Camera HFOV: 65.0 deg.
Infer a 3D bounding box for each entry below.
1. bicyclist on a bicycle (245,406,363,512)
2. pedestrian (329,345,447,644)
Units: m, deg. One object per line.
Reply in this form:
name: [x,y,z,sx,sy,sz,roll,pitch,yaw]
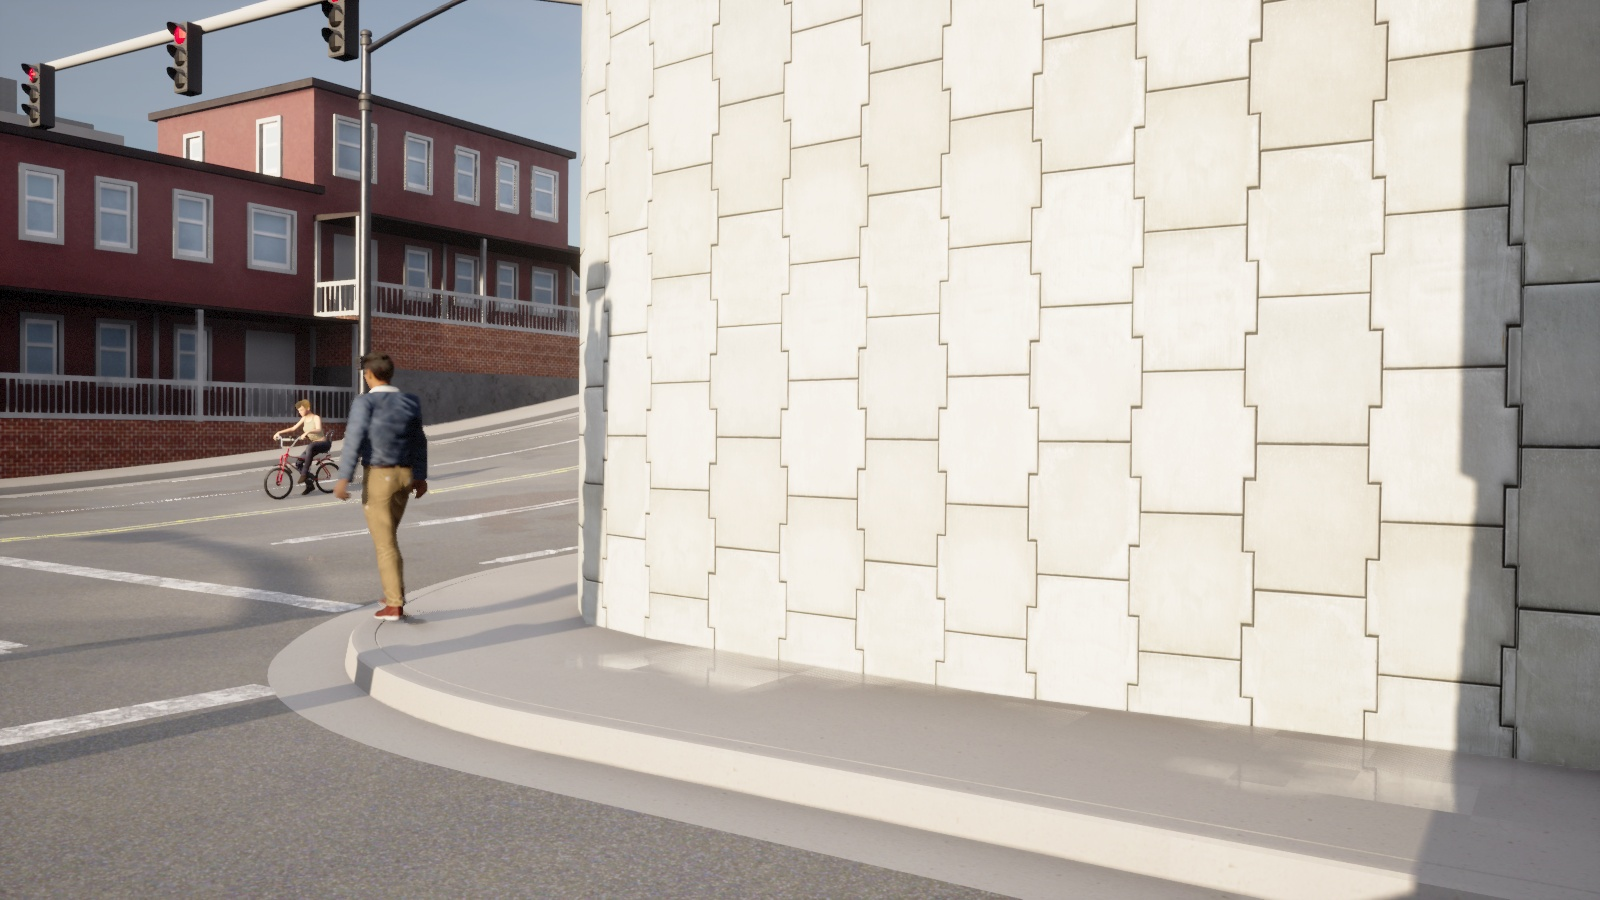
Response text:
bicyclist on a bicycle: [-8.249,0.120,20.941,0.866,1.612,1.509,0,5,33]
pedestrian: [-2.832,0.288,8.615,0.788,1.949,0.423,0,1,43]
